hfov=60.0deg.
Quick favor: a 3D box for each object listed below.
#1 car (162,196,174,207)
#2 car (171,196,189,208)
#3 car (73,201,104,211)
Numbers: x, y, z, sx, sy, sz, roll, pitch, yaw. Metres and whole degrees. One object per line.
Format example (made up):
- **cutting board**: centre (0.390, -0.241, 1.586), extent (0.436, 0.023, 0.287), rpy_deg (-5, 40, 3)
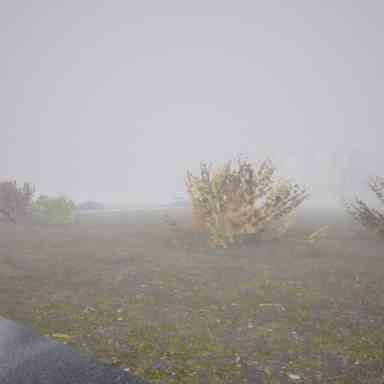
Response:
- **car**: centre (-3.339, 1.825, 63.212), extent (2.150, 2.045, 5.566), rpy_deg (-1, -2, 36)
- **car**: centre (-0.977, 2.010, 60.423), extent (1.882, 1.535, 5.008), rpy_deg (-1, -1, 36)
- **car**: centre (-15.046, 1.932, 47.064), extent (2.033, 1.411, 5.357), rpy_deg (-1, -1, 36)
